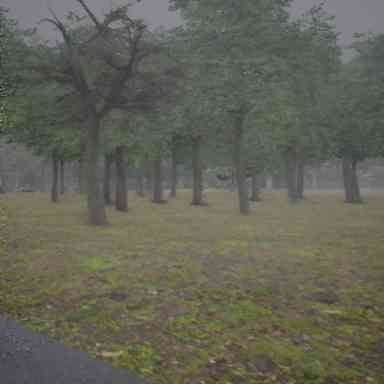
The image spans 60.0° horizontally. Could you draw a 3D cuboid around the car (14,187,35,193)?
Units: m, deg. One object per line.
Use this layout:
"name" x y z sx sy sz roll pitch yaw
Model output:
"car" -38.919 -0.348 77.224 1.812 1.442 4.674 -2 0 34
